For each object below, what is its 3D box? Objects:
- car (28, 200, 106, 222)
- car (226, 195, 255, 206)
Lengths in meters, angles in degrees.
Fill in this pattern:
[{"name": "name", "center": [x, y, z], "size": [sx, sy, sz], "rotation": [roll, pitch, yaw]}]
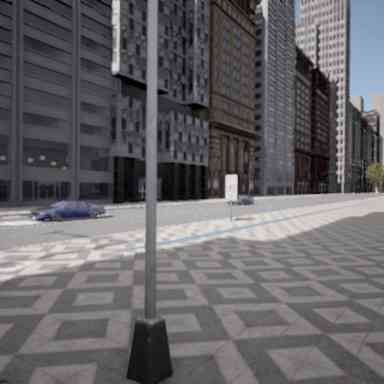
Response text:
[{"name": "car", "center": [-8.716, 1.275, 23.769], "size": [2.033, 1.411, 5.357], "rotation": [1, 1, 36]}, {"name": "car", "center": [6.611, 1.107, 44.912], "size": [2.033, 1.411, 5.357], "rotation": [1, 1, 36]}]
